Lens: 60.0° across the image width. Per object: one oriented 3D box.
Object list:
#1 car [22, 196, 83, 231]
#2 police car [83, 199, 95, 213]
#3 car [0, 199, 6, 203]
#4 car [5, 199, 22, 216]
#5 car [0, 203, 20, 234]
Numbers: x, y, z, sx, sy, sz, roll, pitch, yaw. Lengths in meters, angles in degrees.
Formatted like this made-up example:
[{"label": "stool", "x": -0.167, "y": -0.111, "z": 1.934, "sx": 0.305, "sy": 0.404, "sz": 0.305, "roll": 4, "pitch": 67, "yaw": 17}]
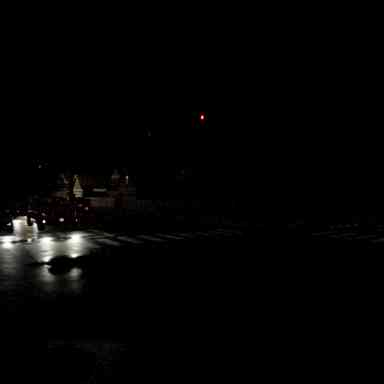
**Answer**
[{"label": "car", "x": -9.198, "y": 1.271, "z": 21.582, "sx": 2.150, "sy": 2.045, "sz": 5.566, "roll": 0, "pitch": 0, "yaw": -36}, {"label": "police car", "x": -12.724, "y": 1.617, "z": 37.718, "sx": 2.038, "sy": 1.542, "sz": 4.974, "roll": 0, "pitch": 0, "yaw": -36}, {"label": "car", "x": -23.207, "y": 1.584, "z": 41.000, "sx": 1.882, "sy": 1.535, "sz": 5.008, "roll": 0, "pitch": 0, "yaw": -36}, {"label": "car", "x": -15.249, "y": 1.598, "z": 29.942, "sx": 1.812, "sy": 1.442, "sz": 4.674, "roll": 0, "pitch": 0, "yaw": -36}, {"label": "car", "x": -11.514, "y": 1.584, "z": 19.253, "sx": 2.033, "sy": 1.411, "sz": 5.357, "roll": 0, "pitch": 0, "yaw": -32}]
